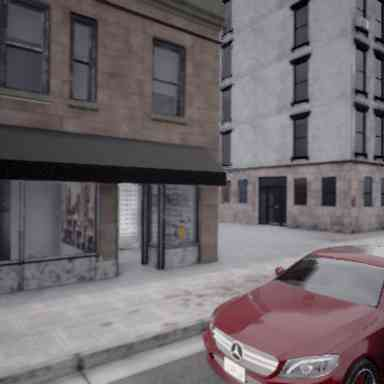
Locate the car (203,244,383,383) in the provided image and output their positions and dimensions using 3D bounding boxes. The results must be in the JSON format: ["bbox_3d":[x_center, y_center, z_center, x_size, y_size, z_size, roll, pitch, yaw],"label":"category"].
[{"bbox_3d":[2.325,1.550,4.730,4.674,1.442,1.812,0,0,-36],"label":"car"}]
